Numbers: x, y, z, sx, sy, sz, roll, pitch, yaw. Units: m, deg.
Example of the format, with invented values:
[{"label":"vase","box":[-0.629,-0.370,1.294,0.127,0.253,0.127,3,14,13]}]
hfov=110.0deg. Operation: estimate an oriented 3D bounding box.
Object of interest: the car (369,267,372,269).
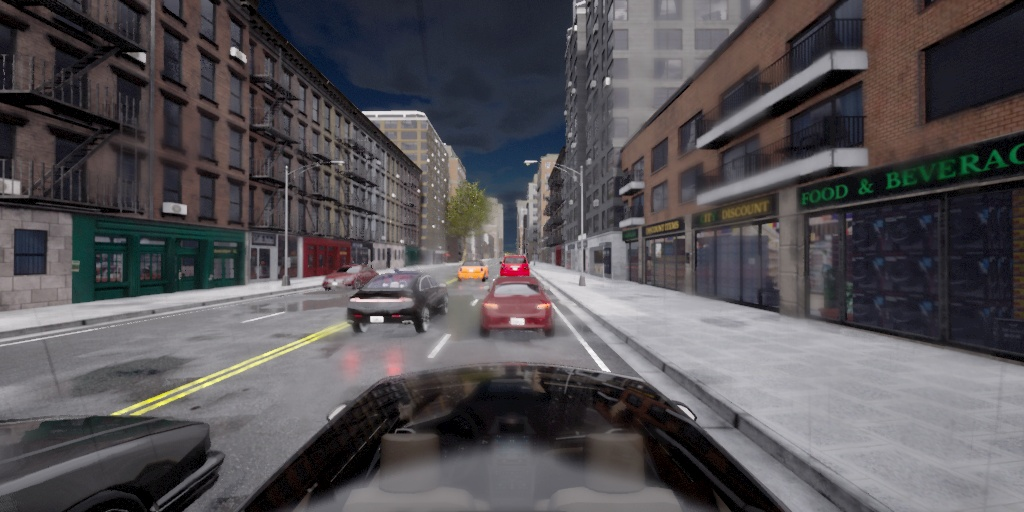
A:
[{"label":"car","box":[-6.522,1.354,21.418,1.895,1.301,4.718,0,0,0]}]

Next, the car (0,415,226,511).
[{"label":"car","box":[-3.161,1.297,0.254,2.033,1.411,5.357,0,0,1]}]

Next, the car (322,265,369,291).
[{"label":"car","box":[-9.770,1.280,22.107,1.812,1.442,4.674,0,0,0]}]

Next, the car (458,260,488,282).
[{"label":"car","box":[-3.041,1.111,28.950,2.097,1.767,4.553,0,0,0]}]

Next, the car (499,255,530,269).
[{"label":"car","box":[0.206,0.979,27.257,2.150,2.045,5.566,0,0,0]}]

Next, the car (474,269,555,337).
[{"label":"car","box":[0.131,1.276,10.159,1.812,1.442,4.674,0,0,0]}]

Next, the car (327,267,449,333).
[{"label":"car","box":[-3.110,1.242,10.662,2.128,1.511,4.902,0,0,0]}]
